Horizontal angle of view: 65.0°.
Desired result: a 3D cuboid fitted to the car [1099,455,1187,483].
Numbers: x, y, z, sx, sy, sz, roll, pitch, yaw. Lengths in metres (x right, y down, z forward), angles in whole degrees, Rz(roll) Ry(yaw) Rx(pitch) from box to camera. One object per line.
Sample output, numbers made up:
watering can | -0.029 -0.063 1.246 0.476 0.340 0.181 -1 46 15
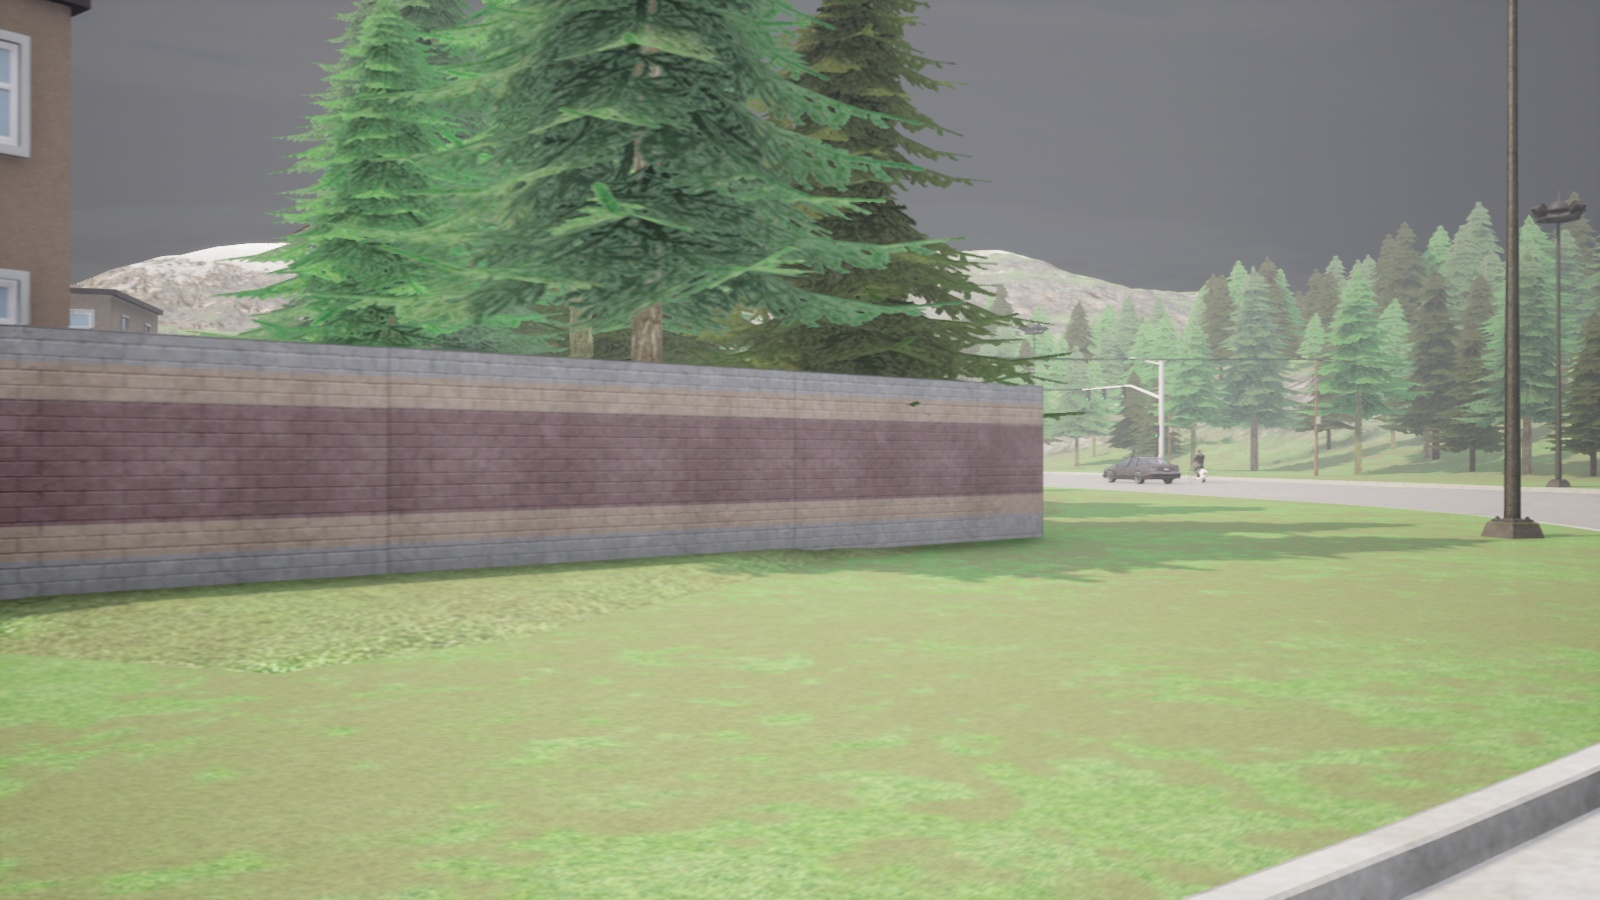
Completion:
car | 17.527 0.940 64.426 2.033 1.411 5.357 0 0 -13
